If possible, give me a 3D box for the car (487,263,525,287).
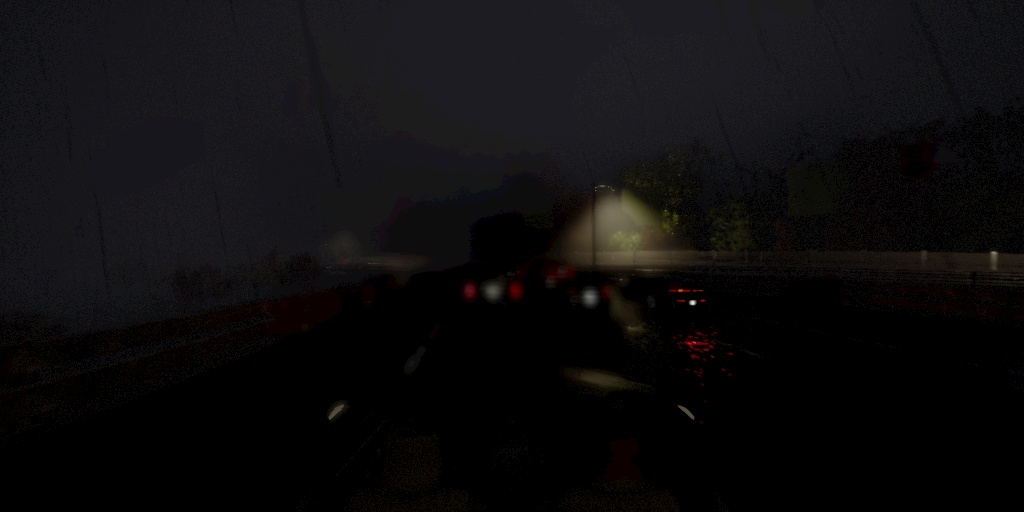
[{"bbox_3d":[-0.585,1.492,30.001,2.097,1.767,4.553,0,-1,-16],"label":"car"}]

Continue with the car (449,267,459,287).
[{"bbox_3d":[-4.002,1.637,29.268,2.128,1.511,4.902,0,-1,-16],"label":"car"}]

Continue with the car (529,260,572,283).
[{"bbox_3d":[3.145,1.344,29.768,2.150,2.045,5.566,0,-1,-15],"label":"car"}]

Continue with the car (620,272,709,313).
[{"bbox_3d":[6.052,1.412,15.012,1.837,1.490,4.892,0,0,-7],"label":"car"}]

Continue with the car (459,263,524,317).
[{"bbox_3d":[-0.918,1.278,14.282,2.097,1.767,4.553,0,-1,-7],"label":"car"}]

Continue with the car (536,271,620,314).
[{"bbox_3d":[2.535,1.483,14.837,1.994,1.385,4.181,0,-1,-8],"label":"car"}]
